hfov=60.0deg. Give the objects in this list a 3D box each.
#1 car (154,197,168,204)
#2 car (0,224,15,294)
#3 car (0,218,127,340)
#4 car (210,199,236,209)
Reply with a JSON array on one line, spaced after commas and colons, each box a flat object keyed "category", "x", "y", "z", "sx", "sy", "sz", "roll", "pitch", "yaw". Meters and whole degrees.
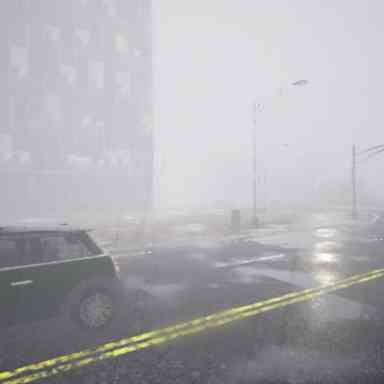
[{"category": "car", "x": -6.443, "y": 1.739, "z": 65.835, "sx": 1.994, "sy": 1.385, "sz": 4.181, "roll": -1, "pitch": 0, "yaw": -33}, {"category": "car", "x": -6.309, "y": 1.563, "z": 7.166, "sx": 4.181, "sy": 1.385, "sz": 1.994, "roll": 0, "pitch": 0, "yaw": -35}, {"category": "car", "x": -3.431, "y": 1.352, "z": 5.226, "sx": 4.553, "sy": 1.767, "sz": 2.097, "roll": 0, "pitch": 0, "yaw": -35}, {"category": "car", "x": 4.536, "y": 1.714, "z": 48.761, "sx": 1.994, "sy": 1.385, "sz": 4.181, "roll": -1, "pitch": 0, "yaw": -33}]
